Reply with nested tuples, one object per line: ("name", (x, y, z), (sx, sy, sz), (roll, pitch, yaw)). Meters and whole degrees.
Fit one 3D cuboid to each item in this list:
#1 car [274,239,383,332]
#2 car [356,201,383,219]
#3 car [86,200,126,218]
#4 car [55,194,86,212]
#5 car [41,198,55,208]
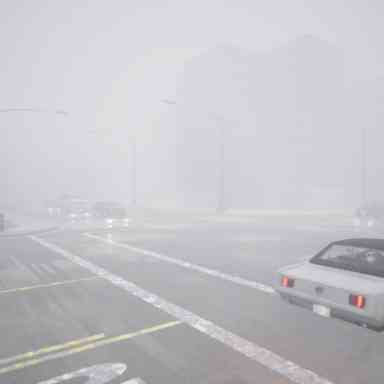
("car", (3.863, 1.609, 6.625), (4.718, 1.301, 1.895), (0, 0, -36))
("car", (16.492, 1.595, 29.737), (4.902, 1.511, 2.128), (1, -1, -38))
("car", (-7.694, 1.501, 30.479), (1.837, 1.490, 4.892), (0, 0, -36))
("car", (-13.807, 1.219, 38.776), (2.150, 2.045, 5.566), (0, 0, -36))
("car", (-19.870, 1.560, 47.011), (1.994, 1.385, 4.181), (0, 0, -36))
